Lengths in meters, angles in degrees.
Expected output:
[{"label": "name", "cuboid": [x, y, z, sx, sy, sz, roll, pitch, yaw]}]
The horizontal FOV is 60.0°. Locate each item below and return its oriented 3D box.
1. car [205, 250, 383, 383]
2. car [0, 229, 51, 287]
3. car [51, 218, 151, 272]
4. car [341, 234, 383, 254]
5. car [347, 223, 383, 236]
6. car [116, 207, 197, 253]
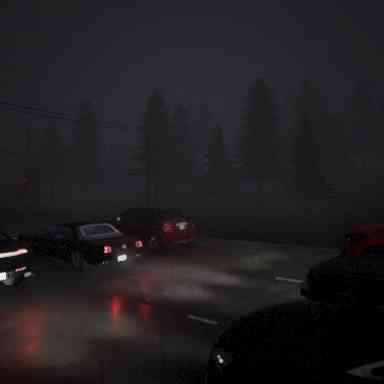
[{"label": "car", "cuboid": [2.355, 1.489, 2.297, 4.902, 1.511, 2.128, 0, 0, 36]}, {"label": "car", "cuboid": [-5.930, 1.536, 8.215, 4.902, 1.511, 2.128, 0, 0, 35]}, {"label": "car", "cuboid": [-3.829, 1.645, 11.018, 4.718, 1.301, 1.895, 0, 0, 36]}, {"label": "car", "cuboid": [4.263, 1.599, 5.254, 4.718, 1.301, 1.895, 0, 0, 35]}, {"label": "car", "cuboid": [6.593, 1.217, 7.892, 5.566, 2.045, 2.150, 0, 0, 35]}, {"label": "car", "cuboid": [-2.111, 1.397, 14.090, 4.553, 1.767, 2.097, 0, 0, 35]}]
